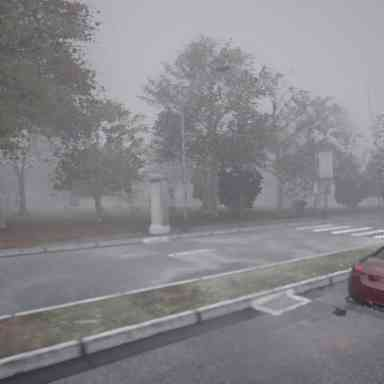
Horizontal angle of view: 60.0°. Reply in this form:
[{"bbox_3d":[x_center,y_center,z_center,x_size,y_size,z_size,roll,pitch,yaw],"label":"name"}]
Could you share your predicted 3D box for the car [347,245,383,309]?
[{"bbox_3d":[5.011,1.521,6.707,4.181,1.385,1.994,0,0,-36],"label":"car"}]
